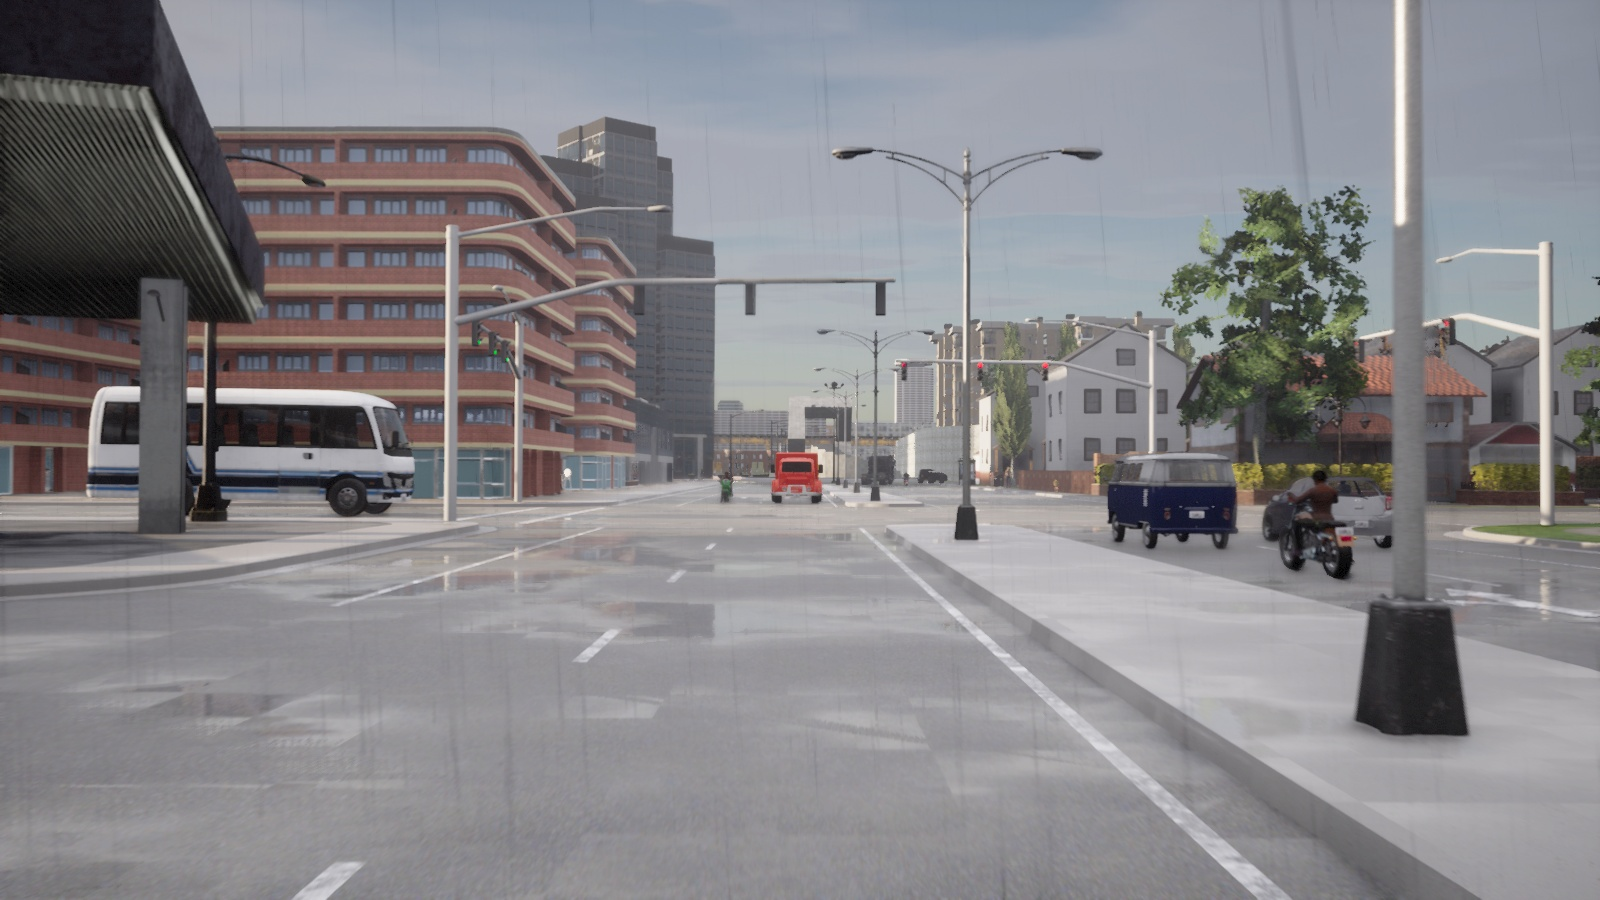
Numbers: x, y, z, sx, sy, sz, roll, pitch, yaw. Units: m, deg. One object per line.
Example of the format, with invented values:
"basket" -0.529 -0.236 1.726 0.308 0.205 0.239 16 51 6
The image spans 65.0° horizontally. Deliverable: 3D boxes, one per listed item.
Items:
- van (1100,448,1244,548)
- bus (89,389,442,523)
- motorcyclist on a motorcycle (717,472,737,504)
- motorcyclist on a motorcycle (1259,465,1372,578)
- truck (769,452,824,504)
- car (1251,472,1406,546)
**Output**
"van" 7.933 0.991 27.218 1.775 1.987 4.442 0 -1 0
"bus" -17.889 0.225 42.718 10.273 4.253 3.944 0 -1 -1
"motorcyclist on a motorcycle" -3.555 1.841 61.505 0.797 1.523 2.044 0 -1 2
"motorcyclist on a motorcycle" 7.952 1.060 19.512 0.766 1.649 2.350 0 -1 0
"truck" -0.154 1.375 62.535 2.627 2.467 5.204 0 -1 0
"car" 11.433 1.242 27.442 1.845 1.501 3.633 0 -1 0
